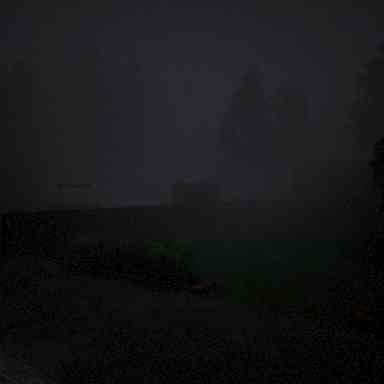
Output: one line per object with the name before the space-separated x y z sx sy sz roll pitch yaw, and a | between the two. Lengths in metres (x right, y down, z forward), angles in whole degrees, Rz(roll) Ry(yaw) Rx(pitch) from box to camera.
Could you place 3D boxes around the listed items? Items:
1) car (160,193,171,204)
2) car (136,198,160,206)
car | -1.677 1.216 49.049 2.150 2.045 5.566 0 0 36
car | -6.261 1.593 49.621 1.895 1.301 4.718 0 0 36
